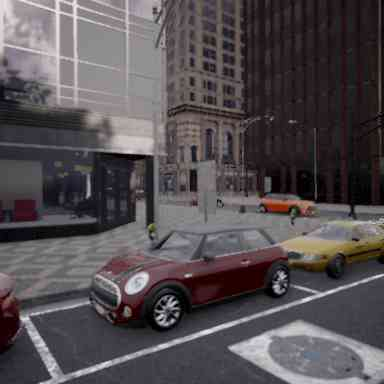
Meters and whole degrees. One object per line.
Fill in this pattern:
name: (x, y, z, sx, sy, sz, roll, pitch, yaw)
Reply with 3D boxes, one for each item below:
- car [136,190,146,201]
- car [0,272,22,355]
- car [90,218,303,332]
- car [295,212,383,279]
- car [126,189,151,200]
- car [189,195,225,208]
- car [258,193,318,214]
car: (-9.277, 0.546, 48.672, 2.033, 1.411, 5.357, -1, 1, -35)
car: (-4.351, 1.564, 3.534, 4.507, 1.381, 1.887, -1, 0, -36)
car: (0.080, 1.409, 6.719, 4.097, 1.590, 1.967, -1, 0, -36)
car: (4.373, 1.445, 9.804, 4.829, 1.417, 1.752, -1, 0, -36)
car: (-8.506, 0.393, 52.926, 1.882, 1.535, 5.008, -1, 1, -36)
car: (1.462, 0.895, 33.743, 1.994, 1.385, 4.181, -1, 1, -36)
car: (7.349, 0.871, 25.584, 2.097, 1.767, 4.553, -1, 1, -36)
